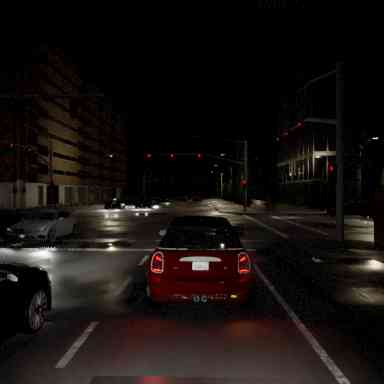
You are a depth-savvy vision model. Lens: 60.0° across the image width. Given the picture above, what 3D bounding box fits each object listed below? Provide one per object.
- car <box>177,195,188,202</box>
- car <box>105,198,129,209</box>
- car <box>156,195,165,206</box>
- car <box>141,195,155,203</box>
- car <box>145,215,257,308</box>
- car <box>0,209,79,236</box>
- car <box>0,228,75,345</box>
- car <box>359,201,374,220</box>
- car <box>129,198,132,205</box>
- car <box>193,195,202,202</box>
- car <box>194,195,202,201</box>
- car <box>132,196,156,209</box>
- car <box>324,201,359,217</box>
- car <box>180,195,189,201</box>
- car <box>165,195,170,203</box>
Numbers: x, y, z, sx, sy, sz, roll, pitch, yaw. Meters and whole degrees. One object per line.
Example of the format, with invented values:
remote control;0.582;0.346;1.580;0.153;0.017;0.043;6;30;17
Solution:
car;-2.253;1.524;73.850;2.128;1.511;4.902;0;0;2
car;-10.161;1.564;44.144;1.994;1.385;4.181;0;0;1
car;-6.367;1.490;56.285;2.128;1.511;4.902;0;0;2
car;-9.334;1.517;71.350;2.128;1.511;4.902;0;0;2
car;0.220;1.352;8.109;2.097;1.767;4.553;0;0;2
car;-6.878;1.538;15.835;1.812;1.442;4.674;0;-1;1
car;-3.396;1.492;3.880;2.128;1.511;4.902;0;0;1
car;16.693;1.603;26.473;5.357;1.411;2.033;0;0;1
car;-9.889;1.600;55.629;1.895;1.301;4.718;0;0;2
car;1.246;1.478;73.830;1.882;1.535;5.008;0;0;2
car;1.547;1.478;83.984;1.882;1.535;5.008;0;0;2
car;-6.630;1.564;46.139;1.994;1.385;4.181;0;0;1
car;14.506;1.547;30.020;4.902;1.511;2.128;0;0;1
car;-1.956;1.540;83.937;2.033;1.411;5.357;0;0;2
car;-5.885;1.354;69.616;2.097;1.767;4.553;0;0;2
